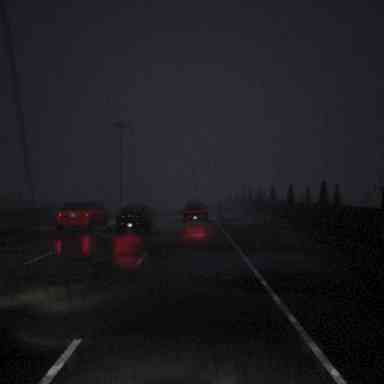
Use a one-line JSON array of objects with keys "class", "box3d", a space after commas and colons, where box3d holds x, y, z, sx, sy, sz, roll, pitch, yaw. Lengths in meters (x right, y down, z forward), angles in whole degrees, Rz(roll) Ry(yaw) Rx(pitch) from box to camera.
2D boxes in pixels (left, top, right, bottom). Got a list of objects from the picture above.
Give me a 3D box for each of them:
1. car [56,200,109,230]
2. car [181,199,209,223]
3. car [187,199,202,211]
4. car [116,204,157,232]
[{"class": "car", "box3d": [-6.784, 1.351, 21.136, 2.097, 1.767, 4.553, 0, 0, 0]}, {"class": "car", "box3d": [0.238, 1.513, 25.285, 1.837, 1.490, 4.892, 0, 0, 0]}, {"class": "car", "box3d": [0.335, 1.578, 42.421, 1.812, 1.442, 4.674, 0, -1, 0]}, {"class": "car", "box3d": [-3.290, 1.507, 20.139, 1.837, 1.490, 4.892, 0, 0, 0]}]
